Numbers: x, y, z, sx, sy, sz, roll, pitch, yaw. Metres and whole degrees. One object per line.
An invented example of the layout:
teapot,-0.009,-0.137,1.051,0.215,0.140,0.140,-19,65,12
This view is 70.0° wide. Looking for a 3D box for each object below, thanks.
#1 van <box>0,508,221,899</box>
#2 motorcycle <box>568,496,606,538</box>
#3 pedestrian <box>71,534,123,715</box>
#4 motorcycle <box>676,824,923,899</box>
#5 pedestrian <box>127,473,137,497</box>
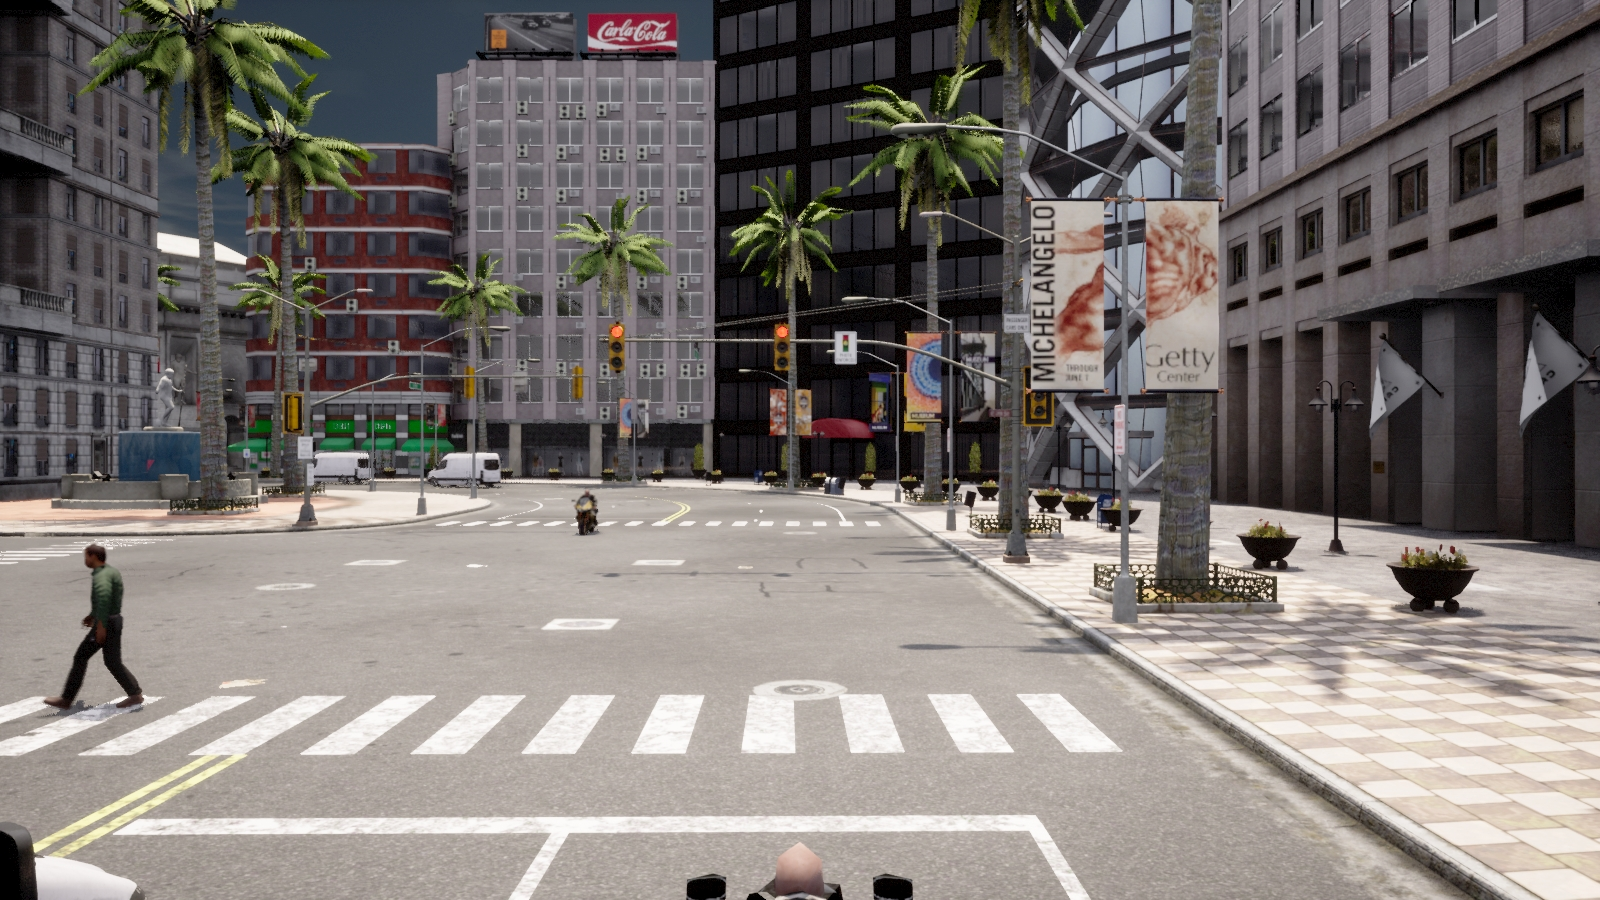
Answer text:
van,-3.507,1.533,1.998,1.988,2.561,5.915,0,0,0
motorcycle,-7.004,2.190,37.673,0.867,1.251,2.209,0,0,0
pedestrian,-7.492,1.844,12.180,0.375,1.860,0.375,0,0,-13
motorcycle,-0.001,2.203,3.717,0.867,1.251,2.209,0,0,0
pedestrian,-37.421,1.952,63.967,0.375,1.300,0.375,0,0,-11
